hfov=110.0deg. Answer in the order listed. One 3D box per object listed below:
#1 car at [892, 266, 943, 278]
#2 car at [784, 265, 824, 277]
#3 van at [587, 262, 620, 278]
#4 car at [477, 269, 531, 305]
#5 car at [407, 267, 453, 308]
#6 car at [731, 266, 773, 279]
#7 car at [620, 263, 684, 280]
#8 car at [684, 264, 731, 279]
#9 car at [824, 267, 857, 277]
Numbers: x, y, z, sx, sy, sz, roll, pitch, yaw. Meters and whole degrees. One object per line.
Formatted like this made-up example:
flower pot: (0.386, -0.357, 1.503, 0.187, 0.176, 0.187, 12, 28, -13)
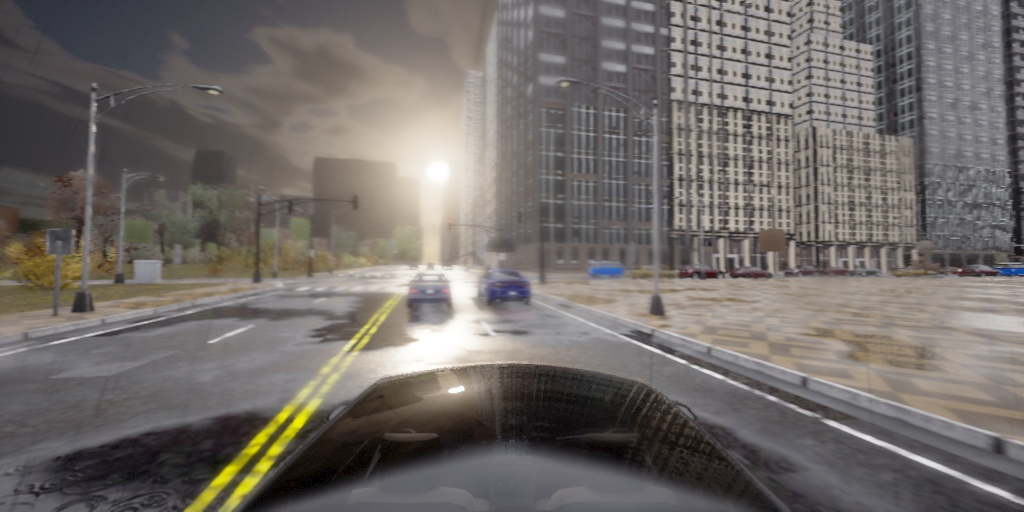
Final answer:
car: (45.261, 1.790, 40.340, 4.829, 1.417, 1.751, 0, 0, -13)
car: (37.732, 1.939, 46.800, 4.097, 1.591, 1.967, 0, 0, -13)
van: (10.528, 1.602, 40.303, 3.998, 1.789, 1.690, 0, 0, -13)
car: (-0.503, 1.359, 16.877, 1.882, 1.535, 5.008, 1, 0, -12)
car: (-3.573, 1.382, 15.687, 2.033, 1.411, 5.357, 1, -1, -13)
car: (23.367, 1.653, 35.123, 4.207, 1.307, 1.802, 0, 0, -13)
car: (12.669, 1.503, 32.569, 4.829, 1.417, 1.751, 0, 0, -13)
car: (17.935, 1.464, 33.826, 4.097, 1.591, 1.967, 0, 0, -13)
car: (43.172, 2.094, 48.099, 4.507, 1.381, 1.888, 0, 0, -13)
